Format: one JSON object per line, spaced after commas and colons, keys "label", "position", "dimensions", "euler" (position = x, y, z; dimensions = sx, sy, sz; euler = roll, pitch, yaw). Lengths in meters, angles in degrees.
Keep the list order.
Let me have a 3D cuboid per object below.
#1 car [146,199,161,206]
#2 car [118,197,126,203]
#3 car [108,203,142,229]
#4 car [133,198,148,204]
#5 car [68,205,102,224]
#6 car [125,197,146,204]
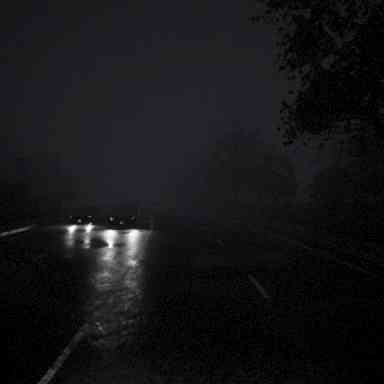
{"label": "car", "position": [-7.456, 2.051, 64.891], "dimensions": [1.812, 1.442, 4.674], "euler": [0, -1, -23]}
{"label": "car", "position": [-14.847, 1.929, 73.164], "dimensions": [1.882, 1.535, 5.008], "euler": [0, -1, -27]}
{"label": "car", "position": [-4.747, 1.723, 23.667], "dimensions": [1.812, 1.442, 4.674], "euler": [0, -1, -6]}
{"label": "car", "position": [-11.536, 1.977, 74.360], "dimensions": [1.812, 1.442, 4.674], "euler": [0, -1, -27]}
{"label": "car", "position": [-8.628, 1.773, 27.276], "dimensions": [2.033, 1.411, 5.357], "euler": [0, 0, -7]}
{"label": "car", "position": [-10.940, 2.077, 64.157], "dimensions": [1.994, 1.385, 4.181], "euler": [0, -1, -23]}
